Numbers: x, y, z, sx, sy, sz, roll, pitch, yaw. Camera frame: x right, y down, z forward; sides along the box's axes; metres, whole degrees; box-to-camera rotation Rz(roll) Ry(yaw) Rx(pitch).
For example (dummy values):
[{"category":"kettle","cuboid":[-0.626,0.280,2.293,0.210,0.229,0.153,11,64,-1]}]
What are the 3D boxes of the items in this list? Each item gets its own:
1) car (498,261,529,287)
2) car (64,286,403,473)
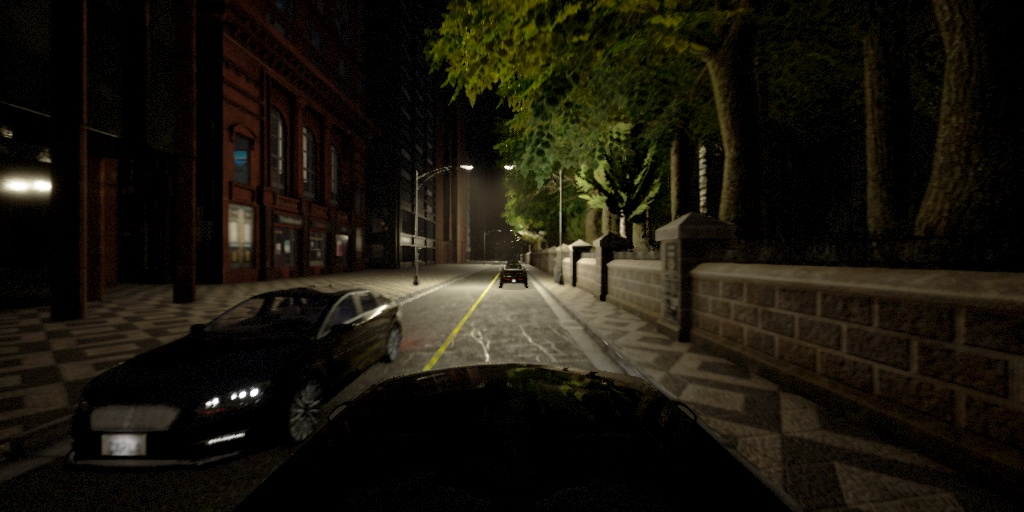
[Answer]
[{"category":"car","cuboid":[0.115,1.271,24.546,1.837,1.490,4.892,0,0,0]},{"category":"car","cuboid":[-3.092,1.242,5.314,2.128,1.511,4.902,0,0,0]}]
